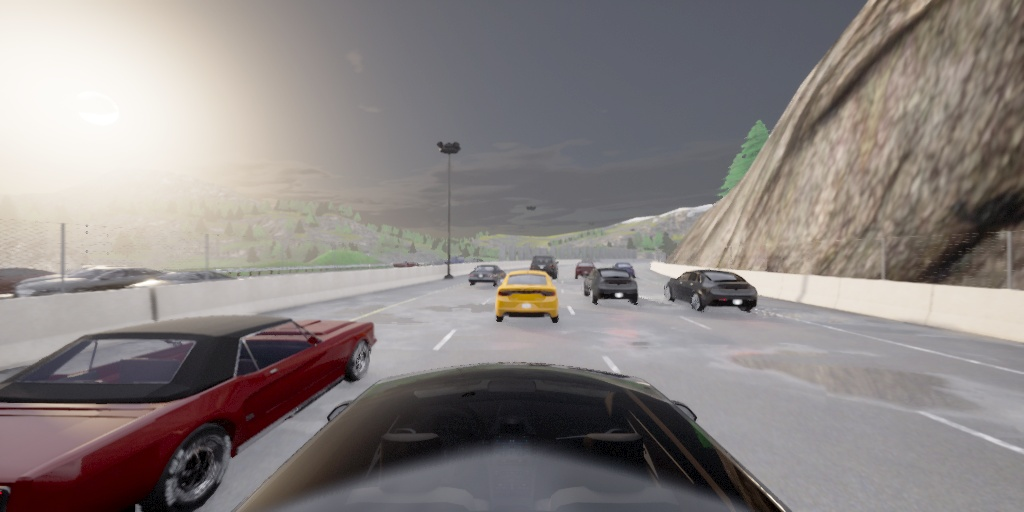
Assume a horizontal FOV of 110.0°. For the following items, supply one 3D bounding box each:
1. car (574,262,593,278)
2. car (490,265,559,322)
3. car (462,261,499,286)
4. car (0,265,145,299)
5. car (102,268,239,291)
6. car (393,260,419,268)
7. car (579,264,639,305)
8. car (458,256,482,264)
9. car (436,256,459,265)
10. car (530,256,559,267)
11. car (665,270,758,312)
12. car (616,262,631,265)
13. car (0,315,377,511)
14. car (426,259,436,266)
[{"bbox_3d":[6.959,1.270,33.949,1.882,1.535,5.008,0,0,11],"label":"car"},{"bbox_3d":[0.558,1.237,12.465,1.882,1.535,5.008,0,0,4],"label":"car"},{"bbox_3d":[-1.646,1.311,25.337,2.033,1.411,5.357,0,0,8],"label":"car"},{"bbox_3d":[-16.987,1.208,15.001,2.128,1.511,4.902,0,0,4],"label":"car"},{"bbox_3d":[-13.482,1.290,14.881,1.994,1.385,4.181,0,0,4],"label":"car"},{"bbox_3d":[-16.590,1.350,56.012,1.895,1.301,4.718,0,0,17],"label":"car"},{"bbox_3d":[4.385,1.277,16.408,1.837,1.490,4.892,0,0,5],"label":"car"},{"bbox_3d":[-5.918,1.128,54.995,2.097,1.767,4.553,0,0,17],"label":"car"},{"bbox_3d":[-9.173,0.988,56.297,2.150,2.045,5.566,0,0,17],"label":"car"},{"bbox_3d":[2.810,1.001,30.960,2.150,2.045,5.566,0,0,10],"label":"car"},{"bbox_3d":[7.720,1.284,14.385,1.837,1.490,4.892,0,0,5],"label":"car"},{"bbox_3d":[10.591,1.327,34.275,1.812,1.442,4.674,0,0,11],"label":"car"},{"bbox_3d":[-3.318,1.344,4.188,1.895,1.301,4.718,0,0,1],"label":"car"},{"bbox_3d":[-12.143,1.265,58.542,1.837,1.490,4.892,0,0,18],"label":"car"}]
